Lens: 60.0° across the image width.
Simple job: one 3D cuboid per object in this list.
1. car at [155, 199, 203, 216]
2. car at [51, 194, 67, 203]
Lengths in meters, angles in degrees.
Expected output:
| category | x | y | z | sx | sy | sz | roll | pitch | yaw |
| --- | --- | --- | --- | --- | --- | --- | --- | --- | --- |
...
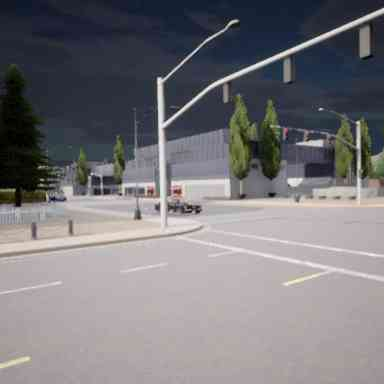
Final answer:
| category | x | y | z | sx | sy | sz | roll | pitch | yaw |
| --- | --- | --- | --- | --- | --- | --- | --- | --- | --- |
| car | -1.147 | 1.221 | 27.252 | 1.895 | 1.301 | 4.718 | -2 | 1 | -35 |
| car | -23.489 | 1.112 | 58.661 | 1.882 | 1.535 | 5.008 | -2 | 2 | -35 |
